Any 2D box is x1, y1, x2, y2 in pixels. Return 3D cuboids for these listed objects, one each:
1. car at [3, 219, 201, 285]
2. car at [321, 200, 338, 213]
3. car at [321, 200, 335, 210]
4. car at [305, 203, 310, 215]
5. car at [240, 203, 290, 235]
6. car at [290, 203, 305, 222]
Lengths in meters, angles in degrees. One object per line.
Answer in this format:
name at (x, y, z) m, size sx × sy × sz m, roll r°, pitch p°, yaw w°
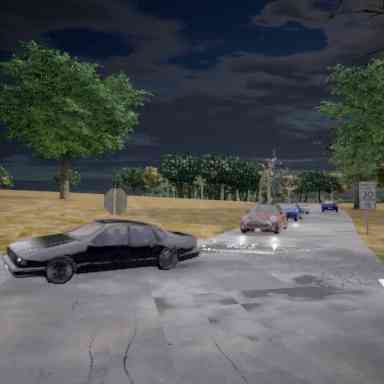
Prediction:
car at (-2.250, 1.514, 9.516) m, size 5.357 × 1.411 × 2.033 m, roll 3°, pitch 1°, yaw -37°
car at (18.531, 1.908, 44.681) m, size 1.882 × 1.535 × 5.008 m, roll 0°, pitch -1°, yaw 22°
car at (22.184, 2.065, 54.347) m, size 1.882 × 1.535 × 5.008 m, roll 0°, pitch -1°, yaw 20°
car at (12.787, 1.945, 39.073) m, size 1.895 × 1.301 × 4.718 m, roll 0°, pitch -1°, yaw 23°
car at (4.341, 1.466, 19.762) m, size 2.097 × 1.767 × 4.553 m, roll 0°, pitch -1°, yaw 23°
car at (8.572, 1.707, 29.487) m, size 1.882 × 1.535 × 5.008 m, roll 0°, pitch -1°, yaw 24°
